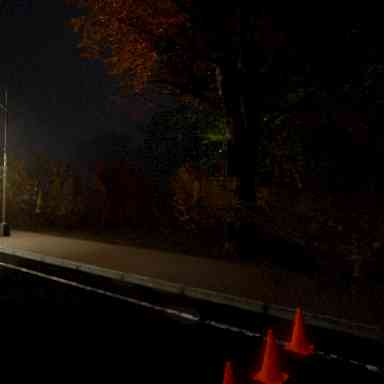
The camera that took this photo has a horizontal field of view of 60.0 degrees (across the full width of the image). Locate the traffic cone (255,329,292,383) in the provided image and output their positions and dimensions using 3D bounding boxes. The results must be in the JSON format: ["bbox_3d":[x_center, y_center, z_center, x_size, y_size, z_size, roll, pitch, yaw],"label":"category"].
[{"bbox_3d":[0.970,1.991,4.090,0.340,0.580,0.340,0,-1,37],"label":"traffic cone"}]

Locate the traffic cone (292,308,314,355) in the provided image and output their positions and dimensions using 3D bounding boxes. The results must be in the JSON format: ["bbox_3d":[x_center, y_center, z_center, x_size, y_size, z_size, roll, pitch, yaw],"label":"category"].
[{"bbox_3d":[1.575,1.999,4.887,0.340,0.580,0.340,0,-1,37],"label":"traffic cone"}]

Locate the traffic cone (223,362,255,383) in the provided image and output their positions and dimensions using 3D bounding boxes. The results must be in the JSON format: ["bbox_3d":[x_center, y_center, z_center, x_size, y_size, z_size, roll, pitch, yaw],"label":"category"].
[{"bbox_3d":[0.366,1.984,3.294,0.340,0.580,0.340,0,-1,37],"label":"traffic cone"}]
